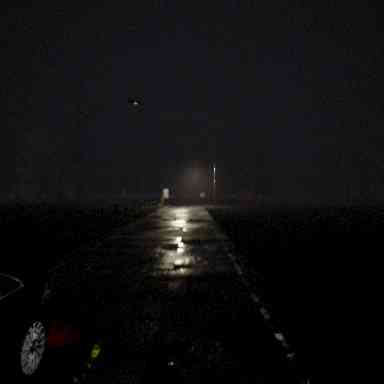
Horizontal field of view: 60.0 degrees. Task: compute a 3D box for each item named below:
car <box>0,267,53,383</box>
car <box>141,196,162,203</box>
[{"bbox_3d":[-2.845,1.503,2.703,2.128,1.511,4.902,0,0,0],"label":"car"},{"bbox_3d":[-9.496,1.674,77.829,5.008,1.535,1.882,0,0,6],"label":"car"}]
